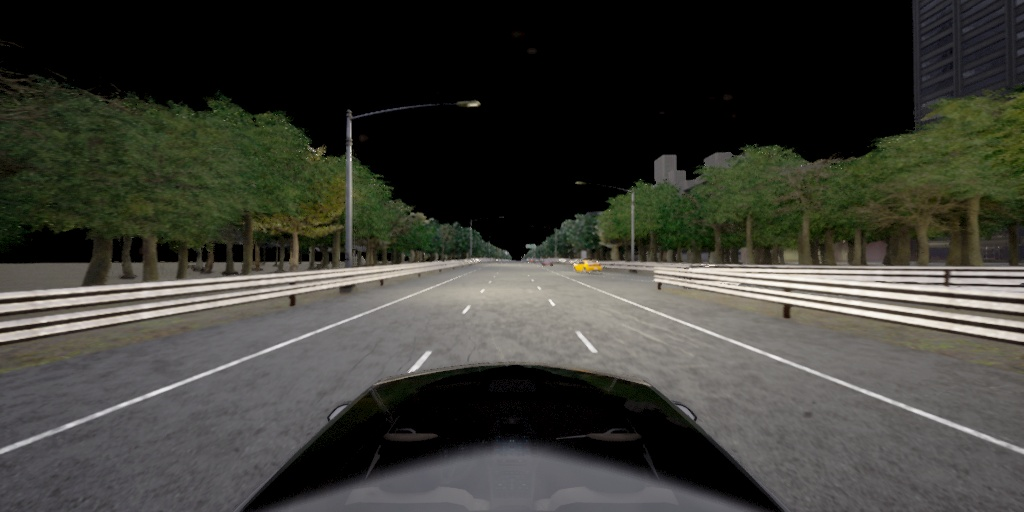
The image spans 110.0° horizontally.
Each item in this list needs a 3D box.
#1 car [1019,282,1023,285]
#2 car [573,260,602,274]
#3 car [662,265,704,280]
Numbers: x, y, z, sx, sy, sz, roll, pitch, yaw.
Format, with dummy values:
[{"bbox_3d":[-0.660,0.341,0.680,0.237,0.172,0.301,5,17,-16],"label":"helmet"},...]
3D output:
[{"bbox_3d":[20.956,1.110,12.070,1.895,1.301,4.718,0,-2,-32],"label":"car"},{"bbox_3d":[9.046,1.264,43.328,1.882,1.535,5.008,0,0,-13],"label":"car"},{"bbox_3d":[13.597,1.361,27.596,1.994,1.385,4.181,0,0,-21],"label":"car"}]
